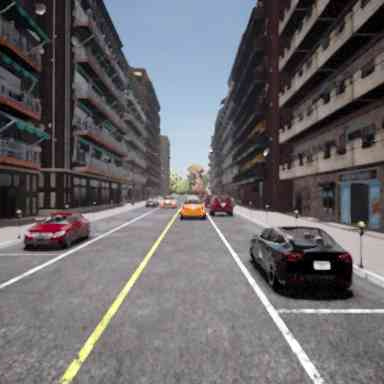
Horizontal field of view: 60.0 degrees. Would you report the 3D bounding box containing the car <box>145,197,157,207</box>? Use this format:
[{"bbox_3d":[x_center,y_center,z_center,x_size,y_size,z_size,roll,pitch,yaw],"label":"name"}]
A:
[{"bbox_3d":[-5.686,1.469,47.985,2.008,1.369,4.403,1,0,0],"label":"car"}]

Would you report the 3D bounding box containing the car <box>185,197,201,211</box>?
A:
[{"bbox_3d":[0.086,1.408,40.740,1.882,1.535,5.008,0,0,0],"label":"car"}]

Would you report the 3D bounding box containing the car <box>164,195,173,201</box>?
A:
[{"bbox_3d":[-5.689,1.396,81.223,1.752,1.417,4.829,1,0,0],"label":"car"}]

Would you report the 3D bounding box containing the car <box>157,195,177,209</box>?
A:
[{"bbox_3d":[-3.076,1.276,44.137,2.097,1.767,4.553,0,0,0],"label":"car"}]

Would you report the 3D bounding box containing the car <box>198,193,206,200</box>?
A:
[{"bbox_3d":[2.693,1.171,92.497,2.192,1.841,5.009,1,0,0],"label":"car"}]

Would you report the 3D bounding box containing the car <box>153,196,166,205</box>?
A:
[{"bbox_3d":[-5.687,1.427,58.952,1.752,1.417,4.829,1,0,0],"label":"car"}]

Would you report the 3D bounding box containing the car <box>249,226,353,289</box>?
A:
[{"bbox_3d":[2.699,1.550,8.978,1.947,1.339,4.313,1,0,0],"label":"car"}]

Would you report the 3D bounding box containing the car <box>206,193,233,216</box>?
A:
[{"bbox_3d":[2.699,1.261,31.249,2.192,1.841,5.009,1,0,0],"label":"car"}]

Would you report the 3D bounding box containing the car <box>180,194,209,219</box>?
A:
[{"bbox_3d":[0.092,1.302,28.320,2.097,1.767,4.553,0,0,0],"label":"car"}]

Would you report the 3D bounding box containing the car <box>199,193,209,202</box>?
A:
[{"bbox_3d":[2.695,1.194,75.793,2.192,1.841,5.009,1,0,0],"label":"car"}]

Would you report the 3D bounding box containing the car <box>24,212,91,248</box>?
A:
[{"bbox_3d":[-5.682,1.556,14.578,1.802,1.307,4.206,1,0,0],"label":"car"}]
